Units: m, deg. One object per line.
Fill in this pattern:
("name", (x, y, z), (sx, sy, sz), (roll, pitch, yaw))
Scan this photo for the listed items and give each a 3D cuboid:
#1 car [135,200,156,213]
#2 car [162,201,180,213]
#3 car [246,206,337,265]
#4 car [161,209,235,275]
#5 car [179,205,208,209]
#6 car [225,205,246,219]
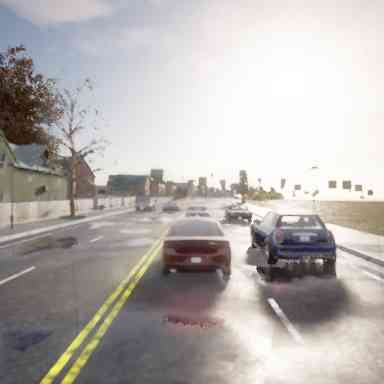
("car", (-5.627, 1.701, 40.585), (2.128, 1.511, 4.902), (0, 0, 3))
("car", (-2.404, 1.766, 39.872), (1.994, 1.385, 4.181), (0, 0, 3))
("car", (3.436, 1.411, 12.122), (2.097, 1.767, 4.553), (0, 0, 1))
("car", (0.157, 1.527, 10.660), (1.882, 1.535, 5.008), (0, 0, 1))
("car", (0.443, 1.667, 24.764), (2.033, 1.411, 5.357), (0, 0, 2))
("car", (3.811, 1.735, 27.959), (1.895, 1.301, 4.718), (0, 0, 2))
